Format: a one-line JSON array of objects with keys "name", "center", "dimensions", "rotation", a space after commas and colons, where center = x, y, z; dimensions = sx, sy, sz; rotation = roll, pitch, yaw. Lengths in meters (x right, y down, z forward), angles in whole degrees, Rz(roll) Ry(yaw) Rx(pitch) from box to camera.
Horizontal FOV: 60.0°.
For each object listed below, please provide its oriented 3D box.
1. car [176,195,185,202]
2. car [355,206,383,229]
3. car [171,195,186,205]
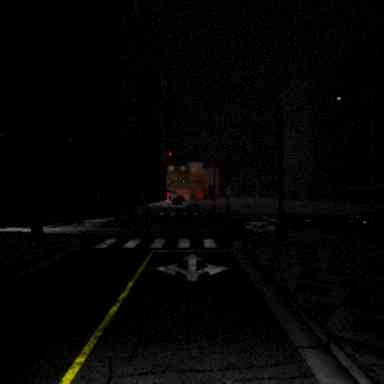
[{"name": "car", "center": [-2.508, 1.526, 75.338], "dimensions": [1.837, 1.490, 4.892], "rotation": [0, 0, 0]}, {"name": "car", "center": [12.571, 1.516, 19.946], "dimensions": [4.718, 1.301, 1.895], "rotation": [0, -1, 0]}, {"name": "car", "center": [-2.591, 1.635, 59.109], "dimensions": [2.033, 1.411, 5.357], "rotation": [0, 0, 1]}]
